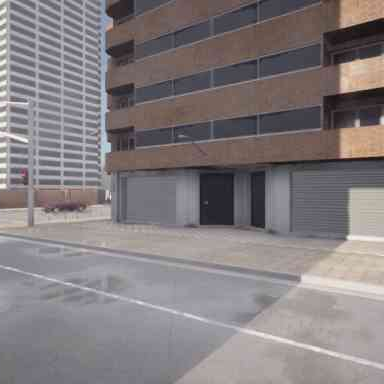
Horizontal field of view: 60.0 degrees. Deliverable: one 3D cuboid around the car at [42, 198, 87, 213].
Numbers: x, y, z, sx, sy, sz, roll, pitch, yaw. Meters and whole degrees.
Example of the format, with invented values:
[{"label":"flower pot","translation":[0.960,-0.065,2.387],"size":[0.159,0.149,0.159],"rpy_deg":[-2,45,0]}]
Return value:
[{"label":"car","translation":[-14.101,1.478,36.878],"size":[1.882,1.535,5.008],"rpy_deg":[0,0,35]}]
